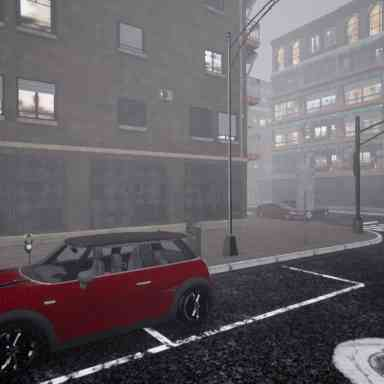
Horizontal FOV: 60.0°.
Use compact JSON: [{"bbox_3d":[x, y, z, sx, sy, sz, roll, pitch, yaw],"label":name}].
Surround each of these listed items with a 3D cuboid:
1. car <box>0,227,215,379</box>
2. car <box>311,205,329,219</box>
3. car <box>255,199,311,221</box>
[{"bbox_3d":[-1.662,1.440,5.432,4.097,1.590,1.967,0,0,-35],"label":"car"},{"bbox_3d":[8.918,1.347,27.726,1.882,1.535,5.008,-1,1,-35],"label":"car"},{"bbox_3d":[6.831,1.473,26.206,1.802,1.307,4.206,0,0,-35],"label":"car"}]
